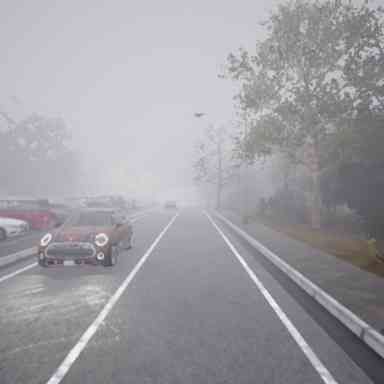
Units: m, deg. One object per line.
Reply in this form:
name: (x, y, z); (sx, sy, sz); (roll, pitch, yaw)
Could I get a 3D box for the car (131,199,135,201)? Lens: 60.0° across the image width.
car: (-10.308, 1.805, 43.751); (4.674, 1.452, 2.002); (0, -1, 0)

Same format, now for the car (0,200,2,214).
car: (-23.396, 1.615, 35.609); (5.008, 1.535, 2.097); (0, 0, 0)

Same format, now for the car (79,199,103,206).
car: (-23.369, 2.489, 77.133); (5.008, 1.535, 2.097); (0, -1, 0)

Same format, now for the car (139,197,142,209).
car: (-10.271, 1.760, 49.306); (4.553, 1.767, 2.185); (0, -1, 0)

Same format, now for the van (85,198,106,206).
van: (-23.254, 2.327, 79.923); (4.442, 1.987, 1.878); (0, -1, 0)

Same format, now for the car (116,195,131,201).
car: (-10.338, 1.393, 38.206); (5.566, 2.045, 2.435); (0, -1, 0)

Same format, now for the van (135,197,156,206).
van: (-10.403, 2.201, 74.288); (4.442, 1.987, 1.878); (0, -1, 0)

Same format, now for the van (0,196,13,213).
van: (-23.273, 1.419, 38.231); (4.442, 1.987, 1.878); (0, -1, 0)

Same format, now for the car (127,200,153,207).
car: (-10.262, 2.276, 65.955); (4.792, 1.488, 2.163); (0, -1, 0)

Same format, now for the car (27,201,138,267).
car: (-3.347, 1.349, 11.301); (2.097, 1.767, 4.553); (0, 0, 0)

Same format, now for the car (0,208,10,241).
car: (-10.355, 1.519, 13.236); (4.792, 1.488, 2.163); (0, 0, 0)

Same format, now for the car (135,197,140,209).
car: (-10.298, 1.825, 46.527); (5.008, 1.535, 2.097); (0, -1, 0)

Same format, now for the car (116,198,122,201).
car: (-10.340, 1.644, 35.450); (4.792, 1.488, 2.163); (0, -1, 0)

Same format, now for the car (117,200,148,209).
car: (-10.291, 2.067, 57.630); (4.892, 1.521, 2.231); (0, -1, 0)

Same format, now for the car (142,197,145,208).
car: (-10.269, 1.820, 52.081); (4.553, 1.767, 2.185); (0, -1, 0)

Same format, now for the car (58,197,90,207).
car: (-23.343, 1.997, 66.061); (5.566, 2.045, 2.435); (0, -1, 0)

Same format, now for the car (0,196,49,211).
car: (-23.355, 1.574, 46.549); (5.566, 2.045, 2.435); (0, -1, 0)

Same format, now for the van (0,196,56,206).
van: (-10.438, 1.295, 18.789); (4.442, 1.987, 1.878); (0, 0, 0)

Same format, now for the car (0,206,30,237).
car: (-10.326, 1.545, 16.011); (4.674, 1.452, 2.002); (0, 0, 0)

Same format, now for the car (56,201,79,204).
car: (-10.325, 1.536, 21.564); (5.008, 1.535, 2.097); (0, 0, 0)

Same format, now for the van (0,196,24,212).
van: (-23.504, 1.482, 41.134); (4.442, 1.987, 1.878); (0, -1, 0)

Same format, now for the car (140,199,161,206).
car: (-10.275, 2.618, 82.610); (4.892, 1.521, 2.231); (0, -2, 0)

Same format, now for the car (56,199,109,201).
car: (-10.317, 1.623, 29.892); (4.674, 1.452, 2.002); (0, 0, 0)

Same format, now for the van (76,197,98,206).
van: (-23.482, 2.203, 74.369); (4.442, 1.987, 1.878); (0, -1, 0)

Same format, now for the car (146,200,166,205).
car: (-10.088, 2.931, 93.699); (5.366, 1.575, 1.946); (0, -2, 0)

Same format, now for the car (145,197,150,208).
car: (-10.113, 2.003, 54.854); (5.366, 1.575, 1.946); (0, -1, 0)

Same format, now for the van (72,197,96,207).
van: (-23.251, 2.143, 71.599); (4.442, 1.987, 1.878); (0, -1, 0)

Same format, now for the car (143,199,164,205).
car: (-10.092, 2.761, 88.028); (5.366, 1.575, 1.946); (0, -2, 0)

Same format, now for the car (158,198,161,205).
car: (-10.314, 2.517, 77.058); (4.792, 1.488, 2.163); (0, -1, 0)

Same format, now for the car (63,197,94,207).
car: (-23.341, 2.058, 68.831); (5.566, 2.045, 2.435); (0, -1, 0)

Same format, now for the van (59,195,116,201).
van: (-10.196, 1.372, 32.670); (4.442, 1.987, 1.878); (0, 0, 0)

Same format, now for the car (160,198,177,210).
car: (-3.327, 1.995, 52.056); (2.033, 1.411, 5.357); (0, -1, 0)

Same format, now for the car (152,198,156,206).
car: (-10.108, 2.183, 63.180); (5.366, 1.575, 1.946); (0, -1, 0)

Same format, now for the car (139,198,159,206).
car: (-10.314, 2.425, 79.834); (4.553, 1.767, 2.185); (0, -1, 0)

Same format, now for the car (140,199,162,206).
car: (-10.464, 2.686, 85.377); (5.366, 1.575, 1.946); (0, -2, 0)

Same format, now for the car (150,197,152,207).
car: (-10.301, 2.127, 60.405); (4.892, 1.521, 2.231); (0, -1, 0)

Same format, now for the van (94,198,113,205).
van: (-23.474, 2.539, 88.084); (4.442, 1.987, 1.878); (0, -2, 0)

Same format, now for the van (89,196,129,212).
van: (-10.191, 1.479, 40.981); (4.442, 1.987, 1.878); (0, -1, 0)

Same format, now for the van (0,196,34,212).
van: (-23.502, 1.539, 43.778); (4.442, 1.987, 1.878); (0, -1, 0)
